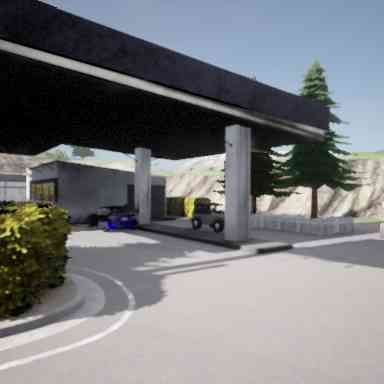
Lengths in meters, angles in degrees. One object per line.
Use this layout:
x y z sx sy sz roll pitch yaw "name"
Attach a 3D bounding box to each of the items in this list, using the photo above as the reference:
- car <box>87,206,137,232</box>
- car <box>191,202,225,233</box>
-5.538 1.759 22.855 2.242 1.667 4.611 1 0 -36 "car"
1.592 1.651 22.633 1.905 1.878 3.866 1 0 -36 "car"
